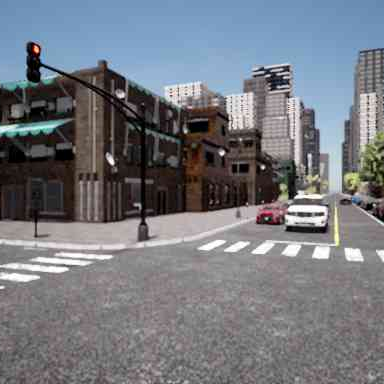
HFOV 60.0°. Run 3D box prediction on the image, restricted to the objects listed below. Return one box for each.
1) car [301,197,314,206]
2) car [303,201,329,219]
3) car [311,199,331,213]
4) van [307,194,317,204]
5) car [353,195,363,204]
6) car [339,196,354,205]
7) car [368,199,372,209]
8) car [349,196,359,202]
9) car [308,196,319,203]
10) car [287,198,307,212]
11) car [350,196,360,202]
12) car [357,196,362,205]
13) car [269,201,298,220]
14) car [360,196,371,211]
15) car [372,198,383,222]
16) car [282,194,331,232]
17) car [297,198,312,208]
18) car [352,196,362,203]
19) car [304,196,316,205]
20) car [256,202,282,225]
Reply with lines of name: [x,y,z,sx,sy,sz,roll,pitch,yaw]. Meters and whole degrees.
car: [19.059,1.595,54.723,1.802,1.307,4.206,0,0,23]
car: [11.178,1.562,29.767,1.994,1.385,4.181,0,0,24]
car: [15.322,1.550,39.232,2.033,1.411,5.357,0,0,23]
van: [23.426,1.367,64.875,1.690,1.788,3.998,0,0,23]
car: [28.940,1.607,56.487,1.802,1.307,4.206,0,0,23]
car: [27.193,1.517,58.973,2.128,1.511,4.902,0,0,23]
car: [18.023,1.569,31.110,1.947,1.339,4.313,0,0,23]
car: [39.858,1.633,81.866,1.947,1.339,4.313,0,0,23]
car: [25.609,1.585,69.951,2.008,1.369,4.403,0,0,23]
car: [12.442,1.525,39.341,1.752,1.417,4.829,0,0,23]
car: [37.674,1.640,76.790,1.802,1.307,4.206,0,0,23]
car: [24.574,1.564,46.337,2.008,1.369,4.403,0,0,23]
car: [8.142,1.561,29.346,1.947,1.339,4.313,0,0,23]
car: [22.391,1.575,41.262,1.947,1.339,4.313,0,0,23]
car: [15.841,1.316,26.034,2.192,1.841,5.009,0,0,23]
car: [7.189,1.217,20.541,2.150,2.045,5.566,0,0,23]
car: [16.876,1.590,49.649,1.802,1.307,4.206,0,0,23]
car: [35.558,1.575,71.871,1.752,1.417,4.829,0,0,23]
car: [21.175,1.544,59.643,1.752,1.417,4.829,0,0,23]
car: [5.879,1.538,24.308,1.887,1.381,4.507,0,0,23]
